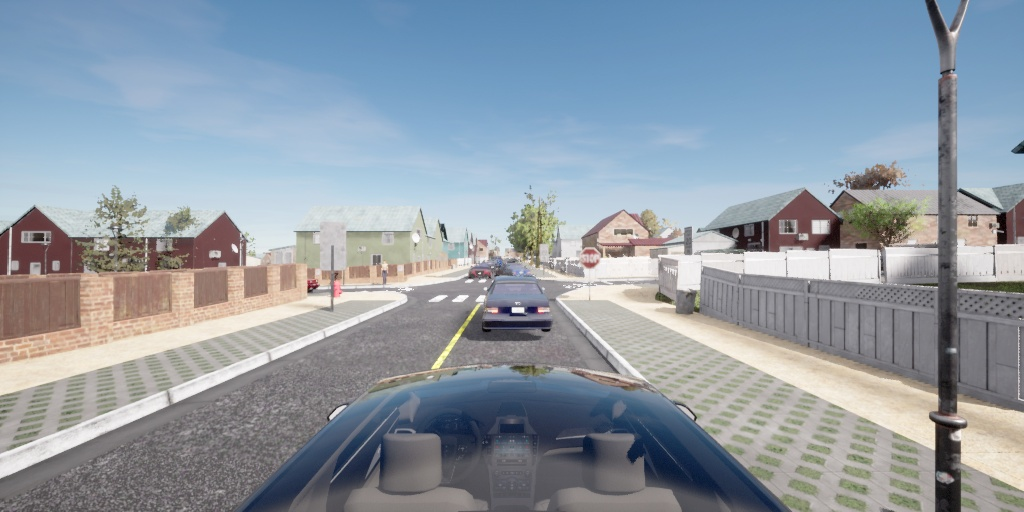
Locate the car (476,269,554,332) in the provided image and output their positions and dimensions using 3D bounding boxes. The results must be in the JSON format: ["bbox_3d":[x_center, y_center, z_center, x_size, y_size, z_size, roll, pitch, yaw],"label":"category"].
[{"bbox_3d":[0.090,1.300,10.820,2.033,1.411,5.357,0,0,-1],"label":"car"}]

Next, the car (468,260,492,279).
[{"bbox_3d":[-2.801,1.316,32.772,1.994,1.385,4.181,0,0,0],"label":"car"}]

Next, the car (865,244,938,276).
[{"bbox_3d":[26.766,0.249,24.393,5.566,2.045,2.150,-1,-1,0],"label":"car"}]

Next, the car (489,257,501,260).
[{"bbox_3d":[-2.782,1.243,41.739,2.128,1.511,4.902,0,0,0],"label":"car"}]

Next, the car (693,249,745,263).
[{"bbox_3d":[13.068,0.614,24.338,5.566,2.045,2.150,-2,-1,0],"label":"car"}]

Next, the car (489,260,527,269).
[{"bbox_3d":[-0.013,1.299,29.570,2.033,1.411,5.357,0,0,-18],"label":"car"}]

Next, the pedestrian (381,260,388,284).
[{"bbox_3d":[-9.651,1.212,27.146,0.375,1.860,0.375,0,0,0],"label":"pedestrian"}]

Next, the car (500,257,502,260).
[{"bbox_3d":[-2.764,1.275,51.607,1.812,1.442,4.674,0,0,0],"label":"car"}]

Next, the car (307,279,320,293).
[{"bbox_3d":[-14.088,1.672,21.237,4.718,1.301,1.895,-2,-1,1],"label":"car"}]

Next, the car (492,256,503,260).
[{"bbox_3d":[-2.723,0.966,62.312,2.150,2.045,5.566,0,0,0],"label":"car"}]
